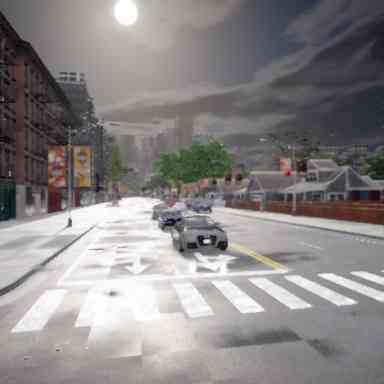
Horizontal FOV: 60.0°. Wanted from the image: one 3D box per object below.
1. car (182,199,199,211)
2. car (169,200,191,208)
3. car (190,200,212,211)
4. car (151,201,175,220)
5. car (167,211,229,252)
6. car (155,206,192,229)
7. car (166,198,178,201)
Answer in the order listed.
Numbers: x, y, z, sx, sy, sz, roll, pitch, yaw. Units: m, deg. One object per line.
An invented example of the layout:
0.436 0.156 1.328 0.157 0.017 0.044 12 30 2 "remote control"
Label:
-0.250 2.124 56.056 2.097 1.767 4.553 -1 -1 -10 "car"
-1.732 2.182 45.876 1.812 1.442 4.674 -1 -1 -10 "car"
1.398 1.980 46.666 2.097 1.767 4.553 -1 -1 -10 "car"
-3.206 2.029 34.719 1.837 1.490 4.892 -1 -1 -10 "car"
0.244 1.773 14.940 1.994 1.385 4.181 -1 -1 -10 "car"
-1.463 1.966 24.692 1.895 1.301 4.718 -1 -1 -10 "car"
-3.464 2.027 55.557 2.150 2.045 5.566 -1 -1 -10 "car"
